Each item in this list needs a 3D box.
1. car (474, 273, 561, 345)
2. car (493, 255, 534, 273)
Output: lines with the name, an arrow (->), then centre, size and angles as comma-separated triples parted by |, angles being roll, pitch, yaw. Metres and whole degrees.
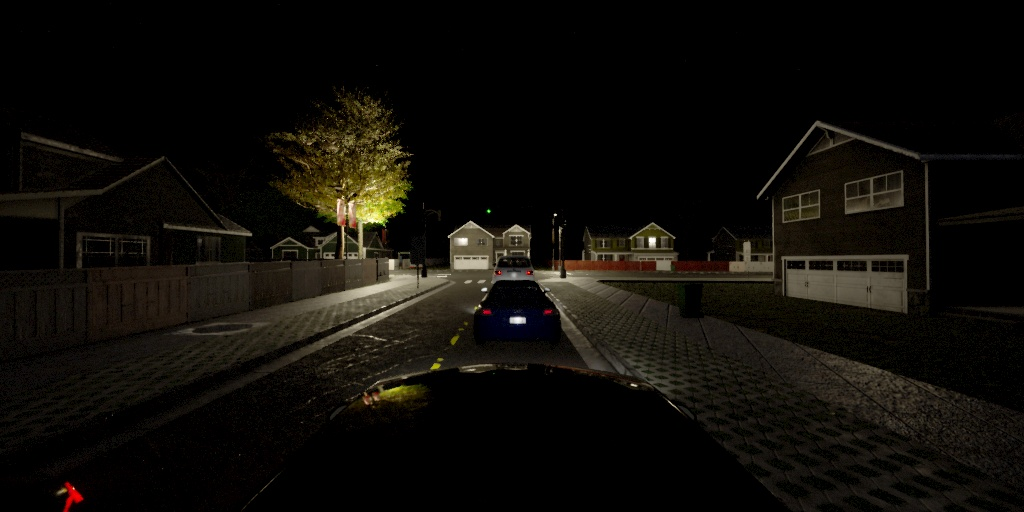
car -> 0.105, 1.316, 9.517 | 1.994, 1.385, 4.181 | 0, 0, 0
car -> 0.099, 0.977, 20.191 | 2.150, 2.045, 5.566 | 0, 0, 0
